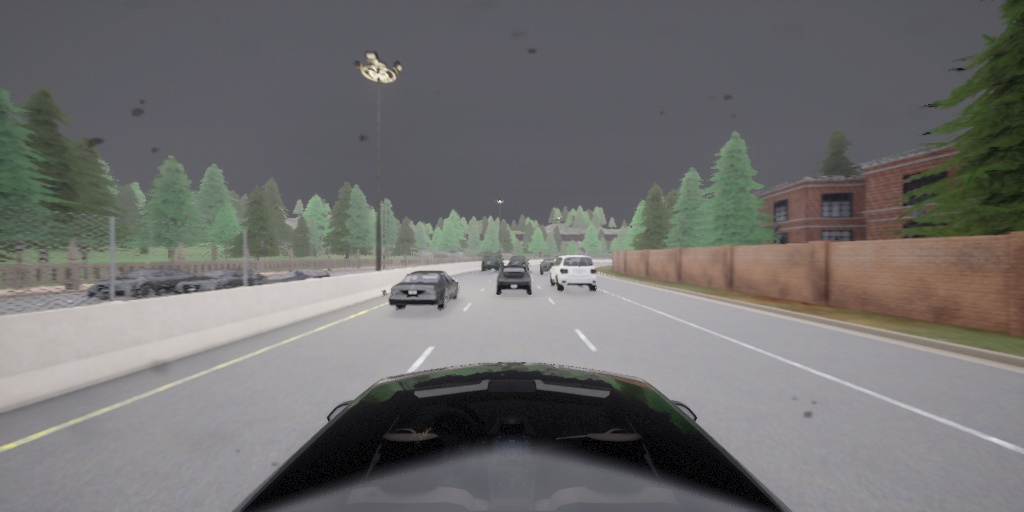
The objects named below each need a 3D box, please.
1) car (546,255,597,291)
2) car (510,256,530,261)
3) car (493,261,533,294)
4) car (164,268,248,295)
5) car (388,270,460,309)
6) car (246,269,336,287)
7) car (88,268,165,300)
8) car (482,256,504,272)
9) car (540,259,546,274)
[{"bbox_3d":[3.608,0.978,21.842,2.150,2.045,5.566,0,0,0],"label":"car"},{"bbox_3d":[0.992,0.975,44.881,2.150,2.045,5.566,-1,0,9],"label":"car"},{"bbox_3d":[0.105,1.257,20.422,1.837,1.490,4.892,0,0,0],"label":"car"},{"bbox_3d":[-13.997,1.295,17.664,1.994,1.385,4.181,0,0,0],"label":"car"},{"bbox_3d":[-3.397,1.293,14.763,2.033,1.411,5.357,0,0,0],"label":"car"},{"bbox_3d":[-10.496,1.336,17.911,1.895,1.301,4.718,0,0,0],"label":"car"},{"bbox_3d":[-17.499,1.288,17.440,1.994,1.385,4.181,0,0,0],"label":"car"},{"bbox_3d":[-2.360,0.970,46.200,2.150,2.045,5.566,-1,0,10],"label":"car"},{"bbox_3d":[4.359,1.109,41.377,2.097,1.767,4.553,0,0,7],"label":"car"}]
